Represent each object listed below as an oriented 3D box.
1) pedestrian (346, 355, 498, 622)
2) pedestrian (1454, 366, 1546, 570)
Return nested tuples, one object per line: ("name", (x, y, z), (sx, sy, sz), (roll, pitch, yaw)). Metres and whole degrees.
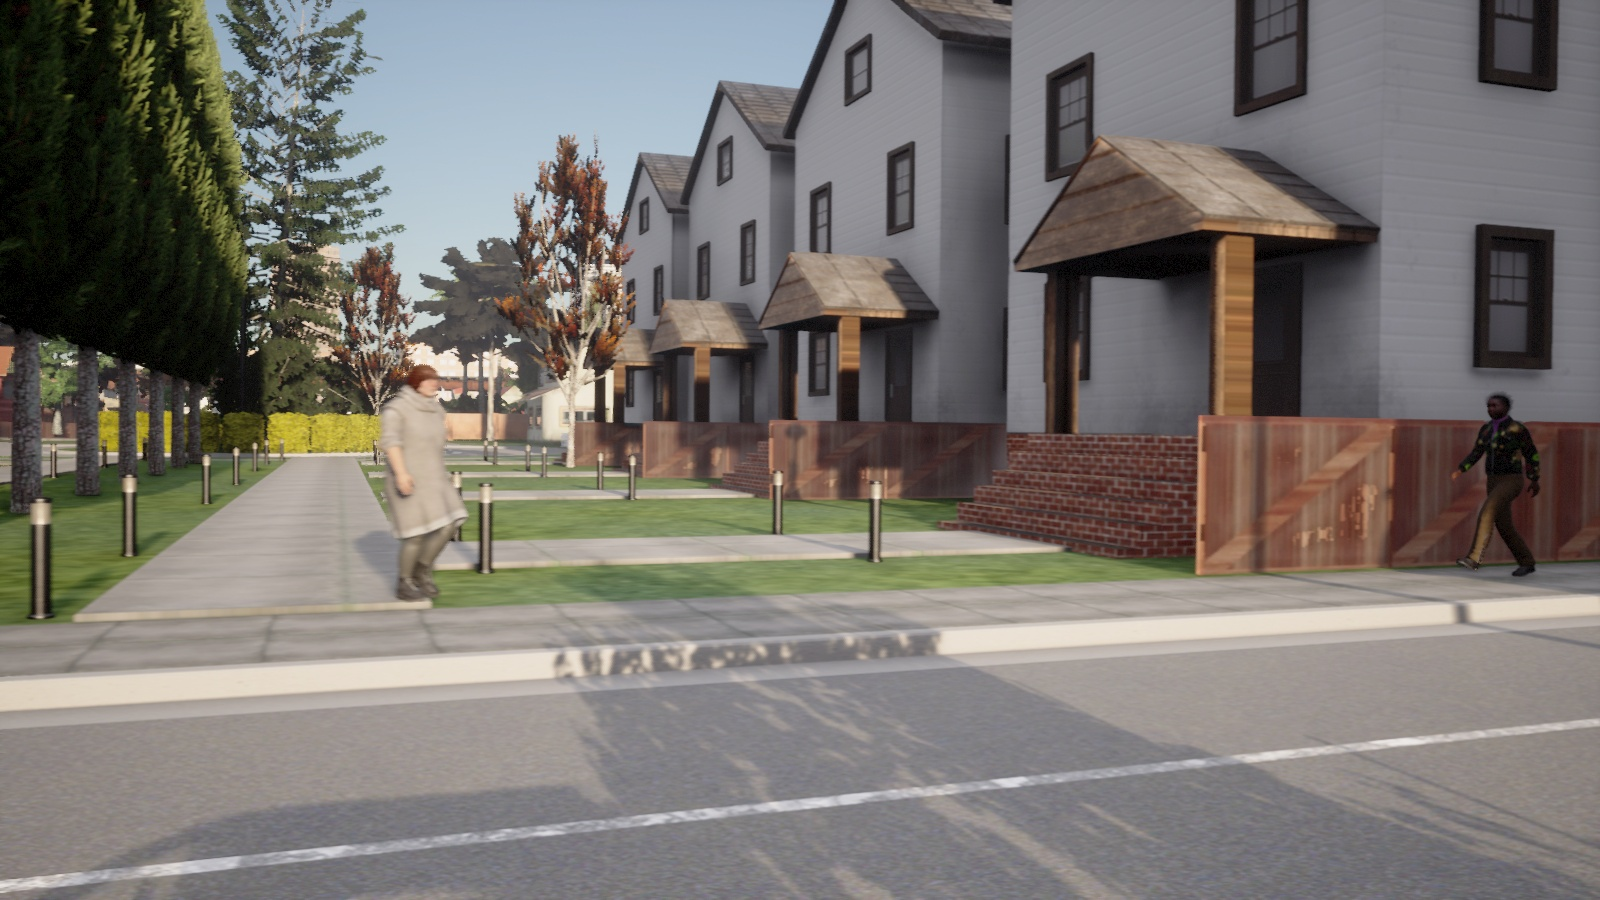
("pedestrian", (-2.895, 0.279, 9.645), (0.873, 1.952, 0.659), (0, 1, 25))
("pedestrian", (6.795, 0.164, 12.198), (0.692, 1.930, 0.395), (-1, 1, -15))
